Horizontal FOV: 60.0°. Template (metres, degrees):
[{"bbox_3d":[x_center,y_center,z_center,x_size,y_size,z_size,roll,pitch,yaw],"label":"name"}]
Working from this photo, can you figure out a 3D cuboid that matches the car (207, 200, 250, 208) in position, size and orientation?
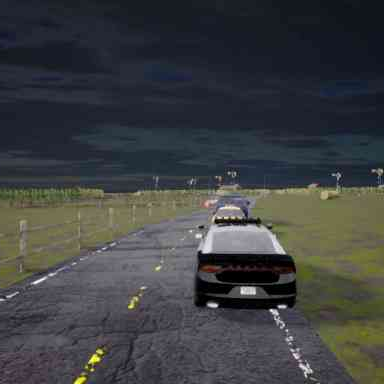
[{"bbox_3d":[2.048,1.443,17.952,1.801,1.575,5.366,0,0,7],"label":"car"}]

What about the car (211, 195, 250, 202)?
[{"bbox_3d":[2.915,1.206,23.636,2.150,2.045,5.566,0,0,10],"label":"car"}]

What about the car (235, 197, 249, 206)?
[{"bbox_3d":[8.118,1.506,53.628,1.994,1.385,4.181,0,0,12],"label":"car"}]

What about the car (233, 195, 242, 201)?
[{"bbox_3d":[11.396,1.425,82.854,1.812,1.442,4.674,0,0,12],"label":"car"}]

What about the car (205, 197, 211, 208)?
[{"bbox_3d":[2.978,1.312,42.514,2.097,1.767,4.553,0,0,12],"label":"car"}]

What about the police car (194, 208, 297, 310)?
[{"bbox_3d":[1.087,1.423,8.071,1.930,1.638,5.238,0,0,4],"label":"police car"}]

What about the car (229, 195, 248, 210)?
[{"bbox_3d":[6.190,1.308,43.886,2.097,1.767,4.553,0,0,12],"label":"car"}]
